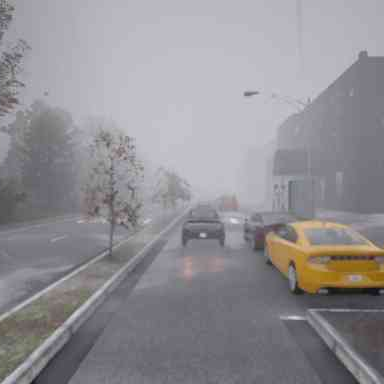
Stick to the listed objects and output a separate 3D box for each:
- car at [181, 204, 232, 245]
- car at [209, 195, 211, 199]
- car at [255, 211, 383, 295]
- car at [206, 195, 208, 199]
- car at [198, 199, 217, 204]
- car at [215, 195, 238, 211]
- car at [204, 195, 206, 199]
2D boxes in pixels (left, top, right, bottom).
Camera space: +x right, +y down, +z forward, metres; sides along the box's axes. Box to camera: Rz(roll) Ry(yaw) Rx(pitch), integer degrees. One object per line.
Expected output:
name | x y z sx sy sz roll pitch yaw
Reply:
car | 0.530 1.537 15.797 2.128 1.511 4.902 0 0 2
car | 5.303 1.658 69.938 2.163 1.488 4.792 0 0 0
car | 3.209 1.511 8.859 2.097 1.535 5.008 0 0 2
car | 5.200 1.664 81.069 2.163 1.488 4.792 0 0 -1
car | 1.199 1.653 33.268 1.994 1.385 4.181 0 0 2
car | 4.497 1.338 42.059 2.435 2.045 5.566 0 0 2
car | 5.031 1.509 86.567 2.185 1.767 4.553 0 0 -2
